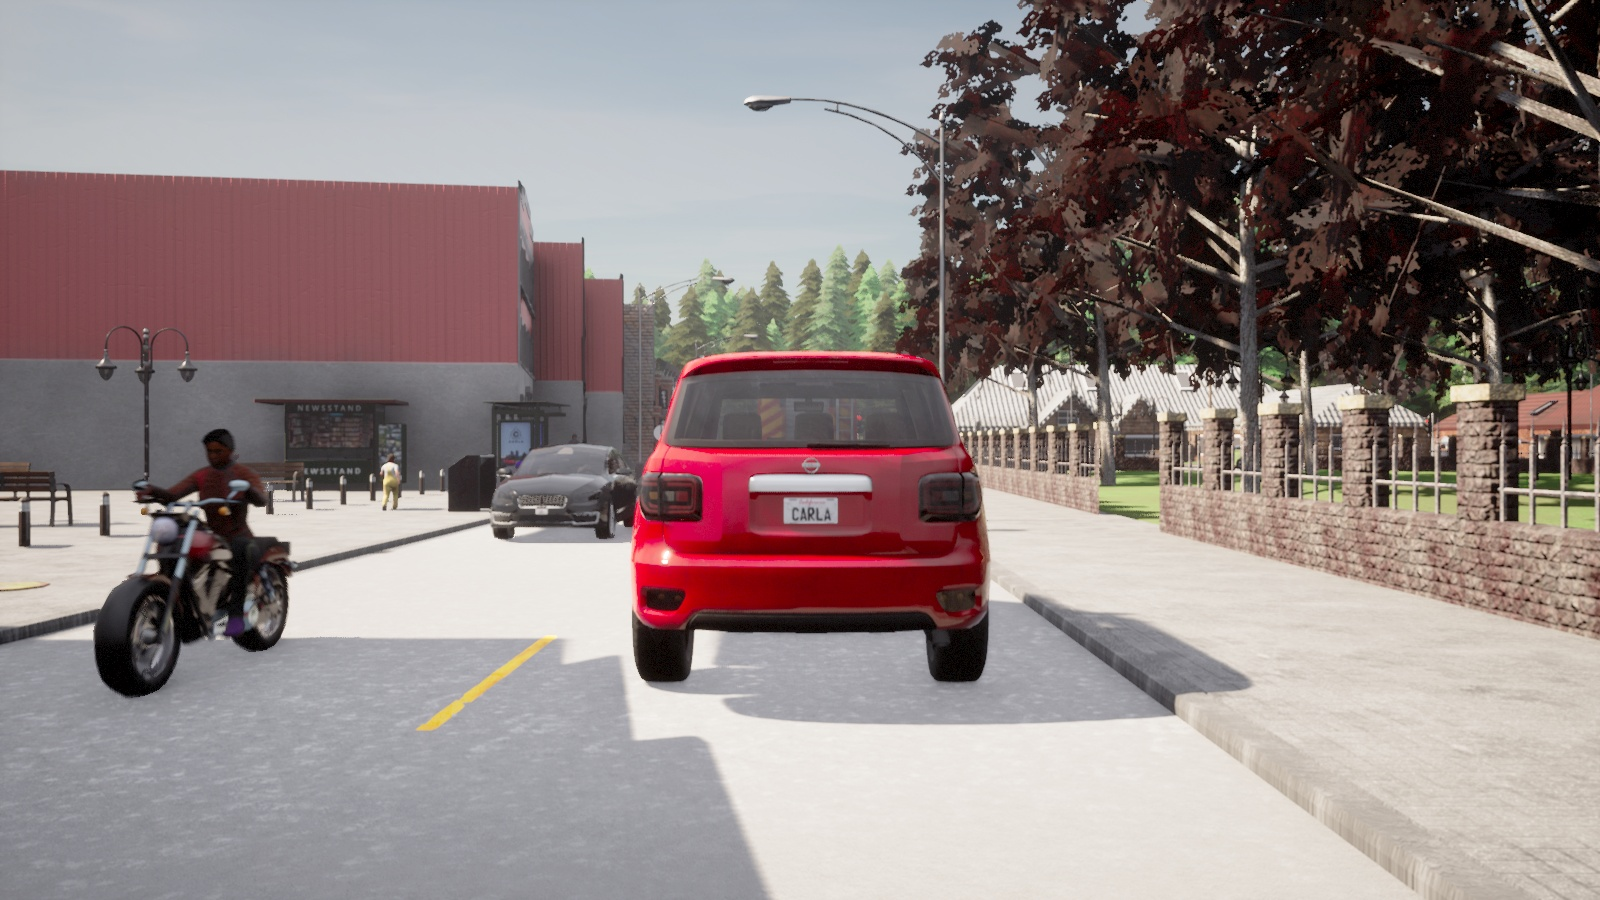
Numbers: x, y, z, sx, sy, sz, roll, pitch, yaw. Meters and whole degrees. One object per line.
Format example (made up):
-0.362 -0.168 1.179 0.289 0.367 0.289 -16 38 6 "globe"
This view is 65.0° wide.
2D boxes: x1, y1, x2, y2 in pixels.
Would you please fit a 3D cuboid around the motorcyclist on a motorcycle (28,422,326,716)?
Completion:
-3.939 0.661 8.218 0.766 1.649 2.350 0 0 0 "motorcyclist on a motorcycle"

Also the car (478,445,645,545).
-3.857 0.663 21.157 1.837 1.490 4.892 0 0 0 "car"

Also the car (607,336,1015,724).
0.068 0.425 9.416 2.150 2.045 5.566 0 0 0 "car"

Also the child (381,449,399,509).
-8.725 0.621 26.755 0.270 1.263 0.437 0 0 -5 "child"
